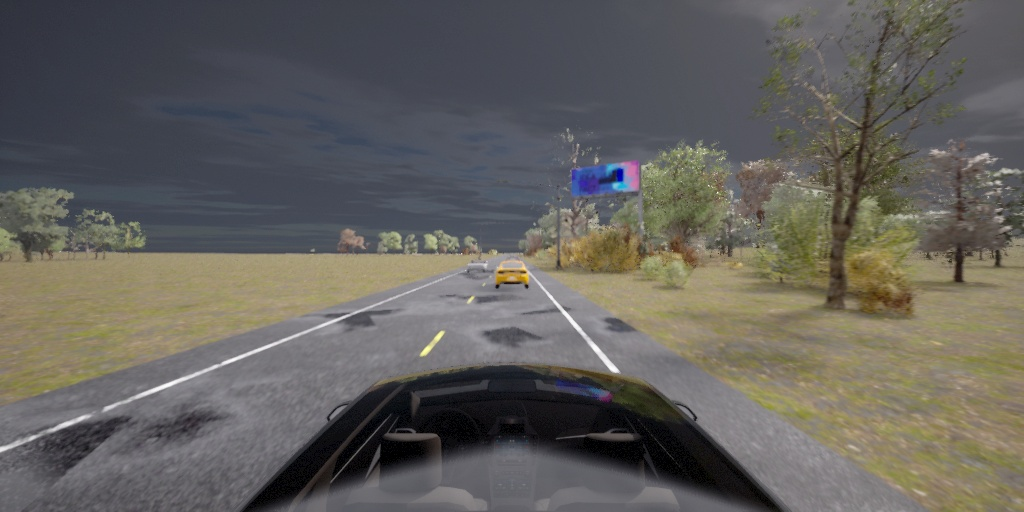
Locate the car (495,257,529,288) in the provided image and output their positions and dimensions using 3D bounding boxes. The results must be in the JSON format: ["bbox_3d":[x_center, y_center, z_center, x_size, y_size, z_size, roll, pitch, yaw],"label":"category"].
[{"bbox_3d":[0.021,1.021,21.765,1.882,1.535,5.008,0,1,0],"label":"car"}]

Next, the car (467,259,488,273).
[{"bbox_3d":[-3.512,0.996,36.852,1.895,1.301,4.718,0,1,0],"label":"car"}]
